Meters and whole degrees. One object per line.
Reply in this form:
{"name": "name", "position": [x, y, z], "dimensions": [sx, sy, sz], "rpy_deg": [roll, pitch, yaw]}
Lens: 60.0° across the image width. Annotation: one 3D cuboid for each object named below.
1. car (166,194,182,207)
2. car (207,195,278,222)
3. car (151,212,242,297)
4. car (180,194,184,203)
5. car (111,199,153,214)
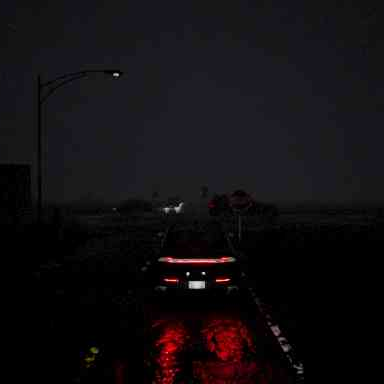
{"name": "car", "position": [-2.977, 1.498, 51.523], "dimensions": [1.882, 1.535, 5.008], "rpy_deg": [0, 0, 0]}
{"name": "car", "position": [4.038, 1.243, 26.782], "dimensions": [5.566, 2.045, 2.150], "rpy_deg": [0, 0, 0]}
{"name": "car", "position": [0.089, 1.491, 8.536], "dimensions": [2.128, 1.511, 4.902], "rpy_deg": [0, 0, 0]}
{"name": "car", "position": [-3.001, 1.557, 62.443], "dimensions": [1.812, 1.442, 4.674], "rpy_deg": [0, 0, 0]}
{"name": "car", "position": [-6.175, 1.457, 34.584], "dimensions": [2.128, 1.511, 4.902], "rpy_deg": [1, -1, 35]}
